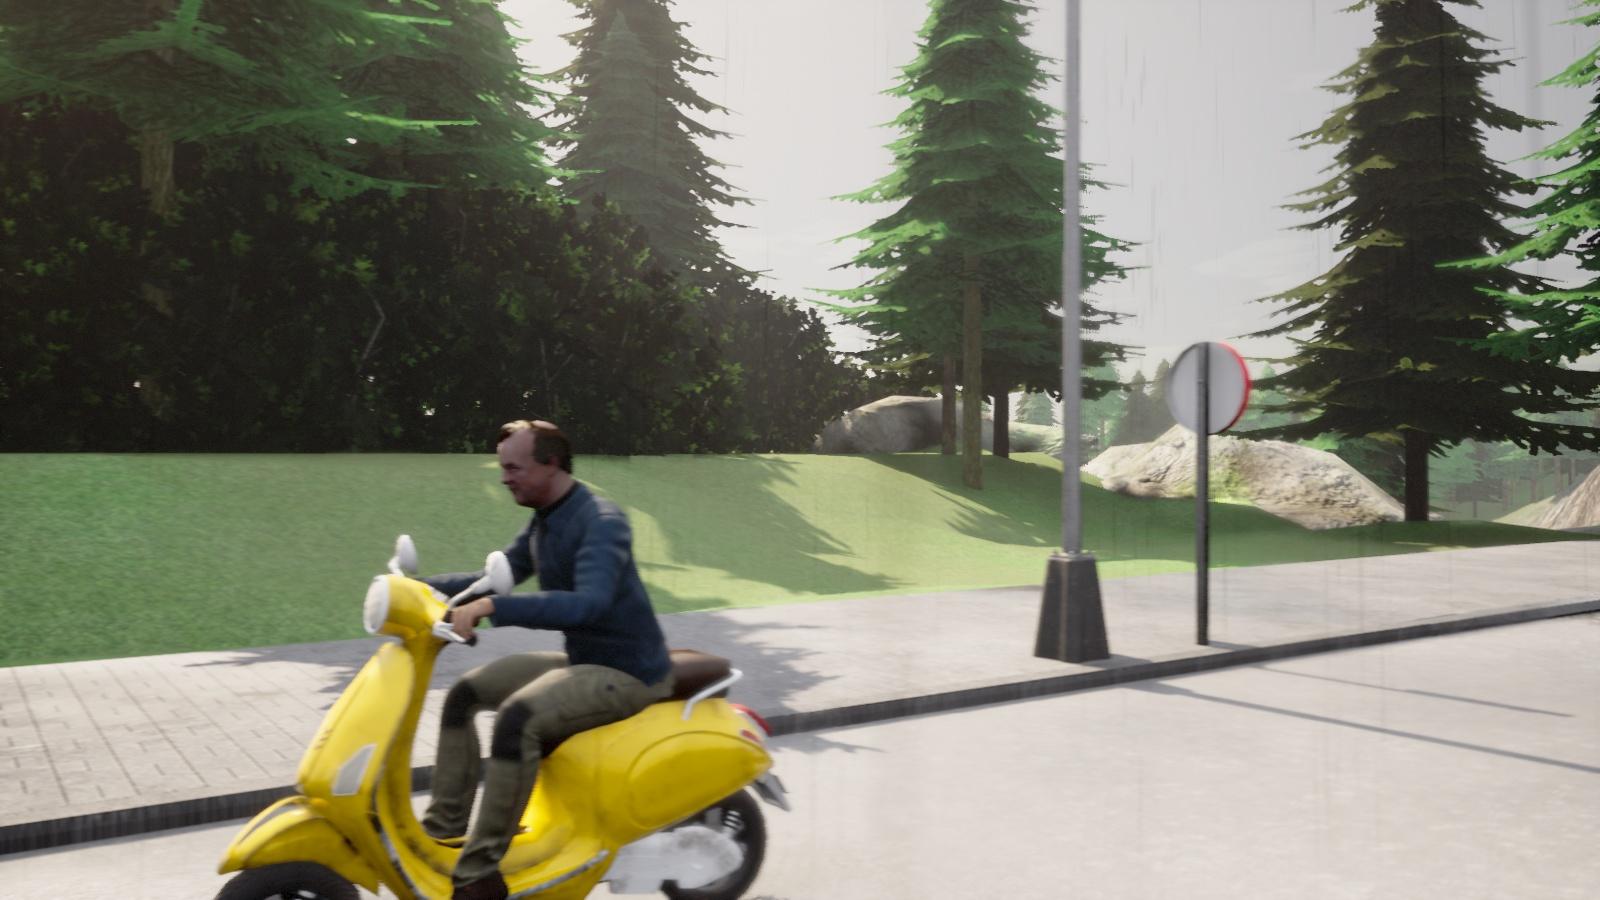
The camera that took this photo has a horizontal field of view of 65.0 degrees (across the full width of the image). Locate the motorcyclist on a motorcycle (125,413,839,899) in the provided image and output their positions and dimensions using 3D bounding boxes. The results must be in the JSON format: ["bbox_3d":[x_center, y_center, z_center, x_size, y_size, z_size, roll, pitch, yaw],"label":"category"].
[{"bbox_3d":[-0.880,0.709,3.656,1.817,1.590,0.866,0,0,-35],"label":"motorcyclist on a motorcycle"}]
